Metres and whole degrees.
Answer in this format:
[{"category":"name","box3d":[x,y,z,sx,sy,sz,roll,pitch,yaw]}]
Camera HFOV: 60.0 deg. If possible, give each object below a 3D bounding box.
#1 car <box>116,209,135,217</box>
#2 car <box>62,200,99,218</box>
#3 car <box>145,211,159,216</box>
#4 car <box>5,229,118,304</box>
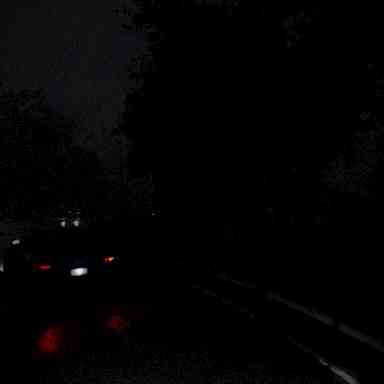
[{"category":"car","box3d":[-10.568,3.341,53.413,1.994,1.385,4.181,0,-5,9]},{"category":"car","box3d":[-12.933,1.960,39.131,2.150,2.045,5.566,0,-2,10]},{"category":"car","box3d":[-8.098,4.583,68.122,1.837,1.490,4.892,0,-5,9]},{"category":"car","box3d":[-3.501,1.647,8.569,1.994,1.385,4.181,0,0,-35]}]
